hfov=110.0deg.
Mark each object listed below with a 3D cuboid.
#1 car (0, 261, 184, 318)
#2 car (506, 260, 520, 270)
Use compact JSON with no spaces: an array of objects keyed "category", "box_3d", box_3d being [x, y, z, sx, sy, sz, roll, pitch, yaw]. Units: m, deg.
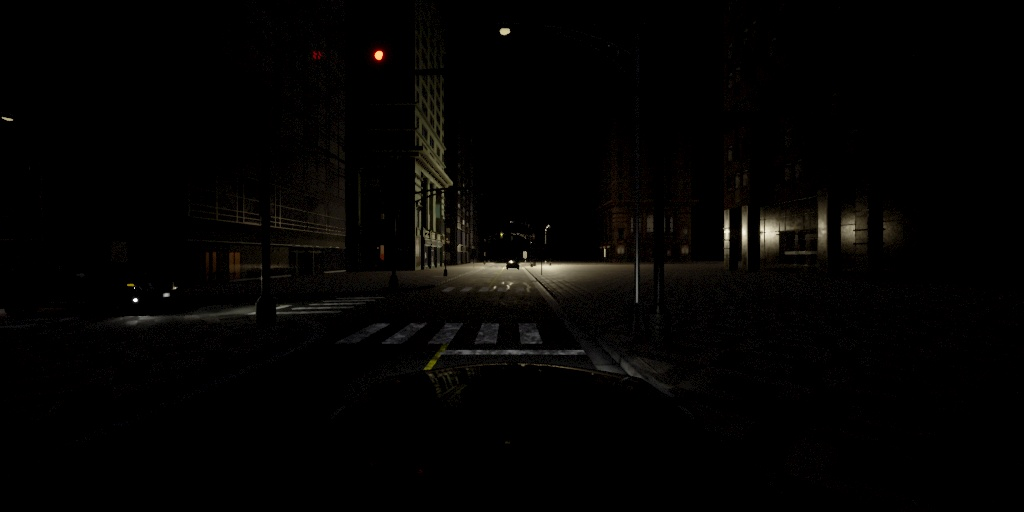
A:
[{"category":"car","box_3d":[-16.103,1.192,13.818,5.566,2.045,2.150,-1,0,0]},{"category":"car","box_3d":[0.117,1.325,53.436,1.994,1.385,4.181,0,0,0]}]
